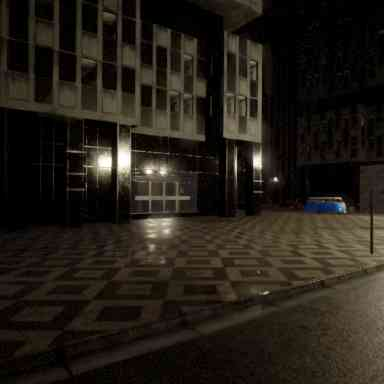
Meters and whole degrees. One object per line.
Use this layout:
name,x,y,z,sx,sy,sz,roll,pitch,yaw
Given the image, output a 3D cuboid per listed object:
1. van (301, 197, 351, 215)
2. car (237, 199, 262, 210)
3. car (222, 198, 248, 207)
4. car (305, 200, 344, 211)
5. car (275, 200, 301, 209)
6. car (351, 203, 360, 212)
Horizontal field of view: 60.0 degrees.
van,13.689,1.424,34.108,1.690,1.788,3.998,0,0,-36
car,7.124,1.706,43.301,1.887,1.381,4.507,0,0,-36
car,7.391,1.839,57.594,1.752,1.417,4.829,0,0,-36
car,17.339,1.748,43.665,2.008,1.369,4.403,0,0,-36
car,14.056,1.818,48.262,1.802,1.307,4.206,0,0,-36
car,20.622,1.724,39.068,1.947,1.339,4.313,0,0,-36
